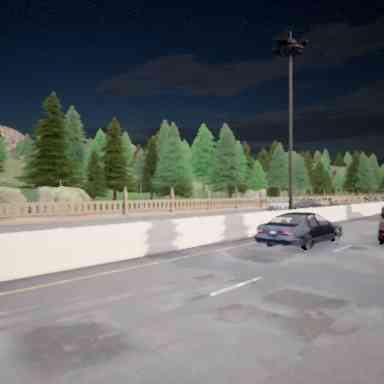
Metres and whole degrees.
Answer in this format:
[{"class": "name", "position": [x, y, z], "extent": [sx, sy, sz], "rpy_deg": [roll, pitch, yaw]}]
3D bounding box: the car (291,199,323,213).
[{"class": "car", "position": [13.957, 1.634, 40.154], "extent": [1.837, 1.490, 4.892], "rpy_deg": [0, 0, 43]}]

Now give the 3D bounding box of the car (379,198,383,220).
[{"class": "car", "position": [17.918, 1.427, 28.701], "extent": [2.097, 1.767, 4.553], "rpy_deg": [0, 0, 43]}]

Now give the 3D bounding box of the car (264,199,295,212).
[{"class": "car", "position": [11.186, 1.670, 42.313], "extent": [1.812, 1.442, 4.674], "rpy_deg": [0, 0, 43]}]

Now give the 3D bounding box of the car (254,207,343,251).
[{"class": "car", "position": [4.800, 1.596, 14.530], "extent": [2.033, 1.411, 5.357], "rpy_deg": [0, 0, 43]}]

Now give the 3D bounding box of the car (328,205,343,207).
[{"class": "car", "position": [15.782, 1.713, 36.976], "extent": [1.895, 1.301, 4.718], "rpy_deg": [0, 0, 43]}]

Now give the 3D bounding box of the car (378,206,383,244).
[{"class": "car", "position": [10.120, 1.391, 15.118], "extent": [2.097, 1.767, 4.553], "rpy_deg": [0, 0, 43]}]
